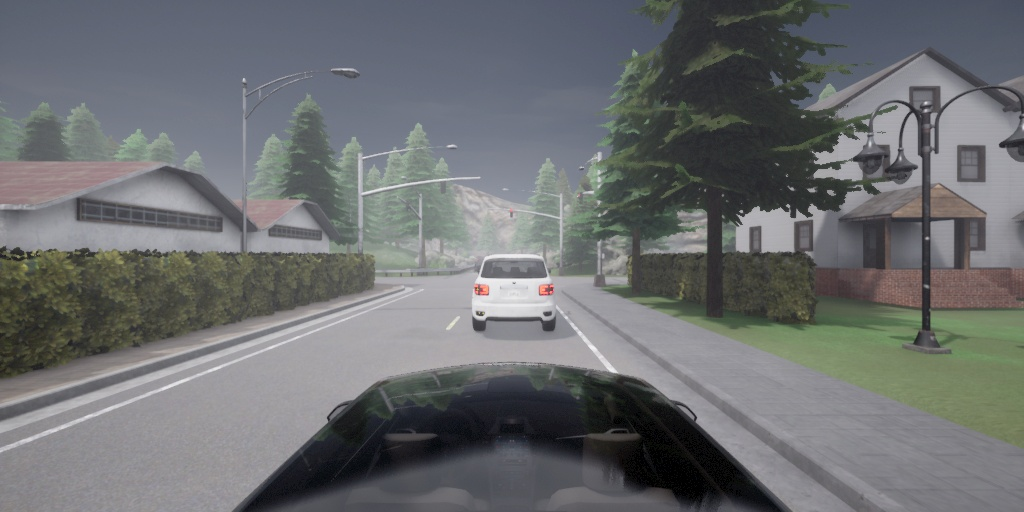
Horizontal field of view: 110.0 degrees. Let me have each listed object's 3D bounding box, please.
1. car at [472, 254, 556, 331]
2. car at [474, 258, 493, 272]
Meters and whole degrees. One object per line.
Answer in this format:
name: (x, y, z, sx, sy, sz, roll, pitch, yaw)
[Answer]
car: (0.066, 0.971, 11.088, 2.150, 2.045, 5.566, 0, 0, 0)
car: (-3.582, 1.098, 45.572, 2.097, 1.767, 4.553, 0, 0, 0)
